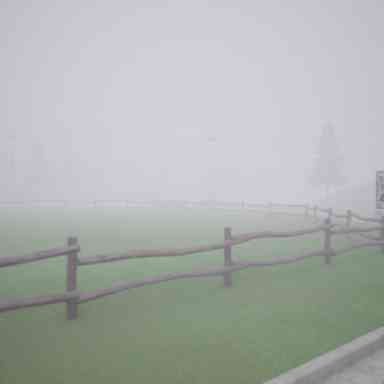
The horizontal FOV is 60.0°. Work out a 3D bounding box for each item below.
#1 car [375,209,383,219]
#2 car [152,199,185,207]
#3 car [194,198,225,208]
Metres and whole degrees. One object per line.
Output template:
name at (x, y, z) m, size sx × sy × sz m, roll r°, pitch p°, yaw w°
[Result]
car at (15.855, 1.526, 24.976) m, size 2.097 × 1.767 × 4.553 m, roll 0°, pitch 0°, yaw -2°
car at (-3.620, 1.765, 50.060) m, size 4.718 × 1.301 × 1.895 m, roll 0°, pitch 0°, yaw 18°
car at (2.618, 1.677, 50.693) m, size 5.008 × 1.535 × 1.882 m, roll 0°, pitch 0°, yaw 30°
